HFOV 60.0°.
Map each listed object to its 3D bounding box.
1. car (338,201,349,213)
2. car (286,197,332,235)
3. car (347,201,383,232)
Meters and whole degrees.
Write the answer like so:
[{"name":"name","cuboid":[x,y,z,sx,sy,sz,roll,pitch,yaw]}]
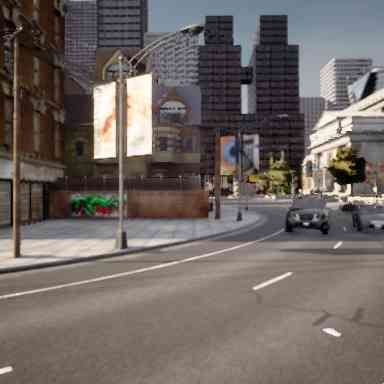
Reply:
[{"name":"car","cuboid":[18.258,1.678,37.143,2.033,1.411,5.357,0,0,2]},{"name":"car","cuboid":[7.055,1.306,19.816,2.150,2.045,5.566,0,0,24]},{"name":"car","cuboid":[10.874,1.559,20.116,2.128,1.511,4.902,0,0,22]}]
